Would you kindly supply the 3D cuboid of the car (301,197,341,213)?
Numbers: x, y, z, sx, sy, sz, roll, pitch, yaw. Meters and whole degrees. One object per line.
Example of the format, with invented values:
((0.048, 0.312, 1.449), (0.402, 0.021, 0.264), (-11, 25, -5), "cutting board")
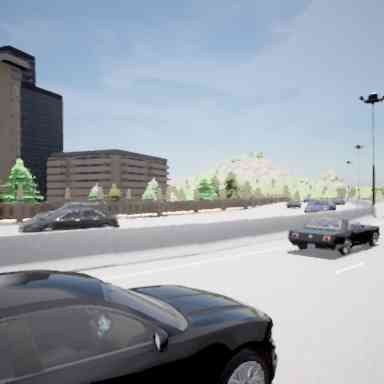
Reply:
((12.407, 1.537, 31.831), (2.097, 1.767, 4.553), (0, -1, 35), "car")

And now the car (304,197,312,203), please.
((31.093, 2.060, 89.157), (1.882, 1.535, 5.008), (0, -1, 22), "car")

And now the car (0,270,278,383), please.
((-1.336, 1.493, 2.991), (5.008, 1.535, 1.882), (0, 0, -36), "car")

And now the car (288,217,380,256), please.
((5.949, 1.669, 13.544), (4.718, 1.301, 1.895), (0, 0, -43), "car")

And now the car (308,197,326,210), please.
((18.441, 1.671, 49.056), (2.097, 1.767, 4.553), (-1, -1, 25), "car")

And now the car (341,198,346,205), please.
((29.659, 1.978, 66.832), (1.994, 1.385, 4.181), (0, -1, 22), "car")

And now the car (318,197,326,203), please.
((33.746, 2.094, 86.373), (1.812, 1.442, 4.674), (0, -1, 22), "car")

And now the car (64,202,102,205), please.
((-7.422, 1.465, 20.675), (4.553, 1.767, 2.097), (0, -1, -41), "car")

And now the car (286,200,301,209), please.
((16.082, 1.923, 52.299), (1.994, 1.385, 4.181), (0, -1, 24), "car")

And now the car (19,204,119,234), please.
((-6.179, 1.596, 17.141), (4.892, 1.490, 1.837), (0, 0, -40), "car")
